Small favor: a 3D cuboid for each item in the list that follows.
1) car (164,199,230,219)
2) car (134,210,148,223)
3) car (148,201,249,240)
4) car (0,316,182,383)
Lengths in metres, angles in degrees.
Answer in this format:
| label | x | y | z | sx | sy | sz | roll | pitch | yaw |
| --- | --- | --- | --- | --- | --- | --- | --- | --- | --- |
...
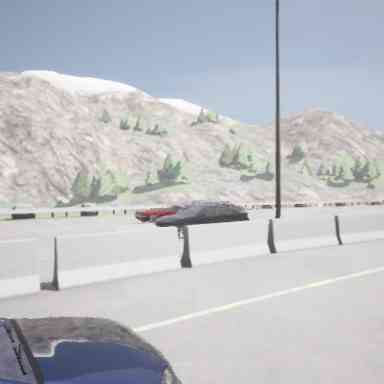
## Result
| label | x | y | z | sx | sy | sz | roll | pitch | yaw |
| --- | --- | --- | --- | --- | --- | --- | --- | --- | --- |
| car | 0.468 | 1.400 | 28.828 | 5.357 | 1.411 | 2.033 | 0 | 0 | -29 |
| car | -1.616 | 1.493 | 23.569 | 4.718 | 1.301 | 1.895 | -1 | 0 | -31 |
| car | 0.587 | 1.390 | 16.726 | 5.008 | 1.535 | 1.882 | 0 | 0 | -31 |
| car | -2.062 | 1.567 | 2.174 | 4.181 | 1.385 | 1.994 | -1 | 0 | -36 |
